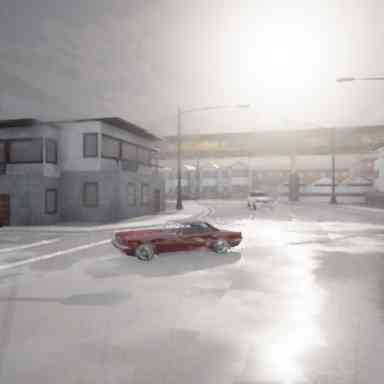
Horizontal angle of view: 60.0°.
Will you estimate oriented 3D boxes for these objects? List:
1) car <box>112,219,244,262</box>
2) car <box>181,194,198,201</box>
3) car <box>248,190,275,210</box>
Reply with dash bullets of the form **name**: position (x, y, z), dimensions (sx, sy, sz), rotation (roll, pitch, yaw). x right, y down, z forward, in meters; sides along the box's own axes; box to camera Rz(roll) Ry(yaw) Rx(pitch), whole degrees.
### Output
- **car**: position (-0.510, 1.699, 12.478), dimensions (4.718, 1.301, 1.895), rotation (0, 0, -26)
- **car**: position (-0.688, 0.991, 61.283), dimensions (1.994, 1.385, 4.181), rotation (1, -1, -35)
- **car**: position (7.585, 0.880, 36.893), dimensions (2.150, 2.045, 5.566), rotation (1, 1, 0)
